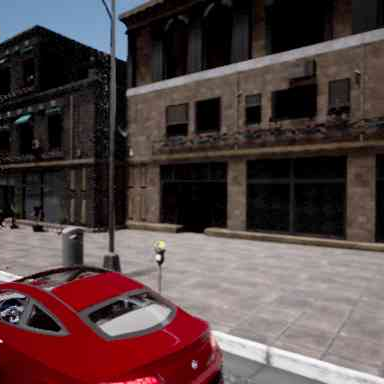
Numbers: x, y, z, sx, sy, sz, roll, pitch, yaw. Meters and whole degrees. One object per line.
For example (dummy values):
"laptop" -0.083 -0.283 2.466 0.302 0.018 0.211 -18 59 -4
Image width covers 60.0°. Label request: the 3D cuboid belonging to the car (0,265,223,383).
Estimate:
"car" -1.635 1.588 4.029 4.206 1.307 1.802 0 1 36
